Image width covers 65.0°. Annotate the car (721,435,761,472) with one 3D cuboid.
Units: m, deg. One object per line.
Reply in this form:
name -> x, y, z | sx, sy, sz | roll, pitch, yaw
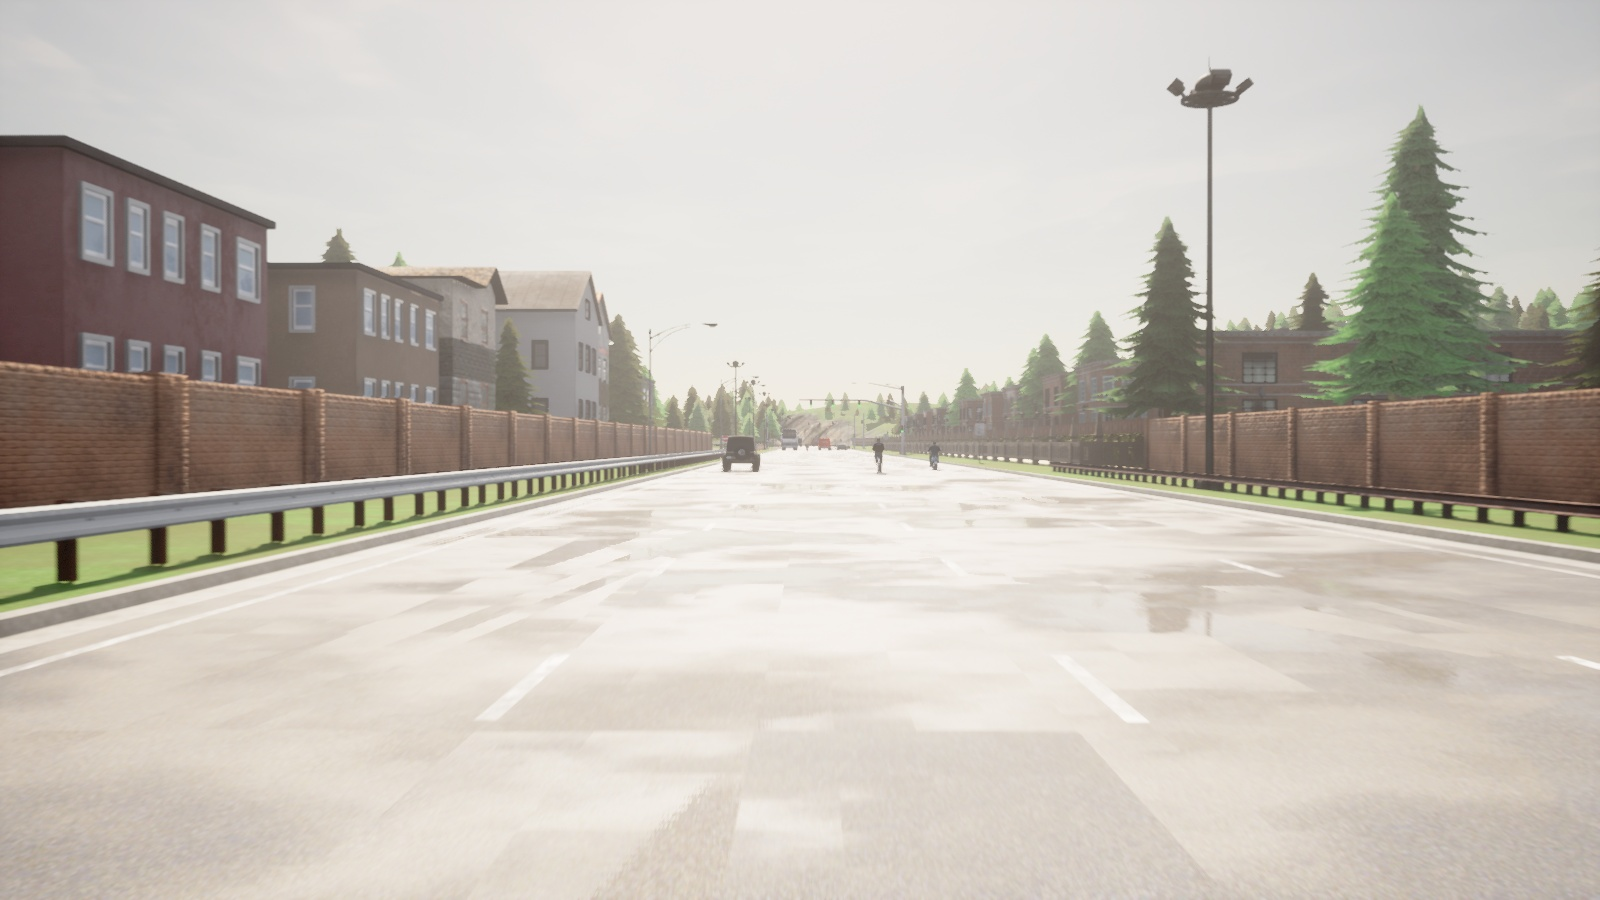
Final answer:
car -> -3.104, 0.164, 66.992 | 1.905, 1.878, 3.866 | 0, 0, 0
